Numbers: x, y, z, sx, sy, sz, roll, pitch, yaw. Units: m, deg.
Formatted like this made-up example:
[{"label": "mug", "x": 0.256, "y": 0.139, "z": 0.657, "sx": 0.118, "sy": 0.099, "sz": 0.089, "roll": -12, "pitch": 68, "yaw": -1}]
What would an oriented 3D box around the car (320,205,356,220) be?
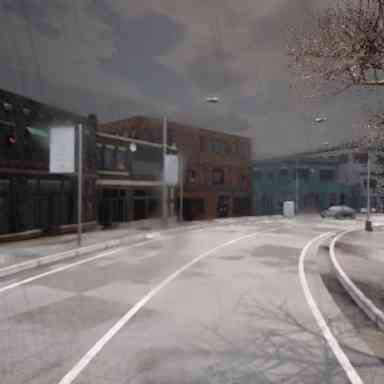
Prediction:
[{"label": "car", "x": 15.586, "y": 2.163, "z": 35.339, "sx": 4.674, "sy": 1.442, "sz": 1.812, "roll": 2, "pitch": 0, "yaw": -34}]
